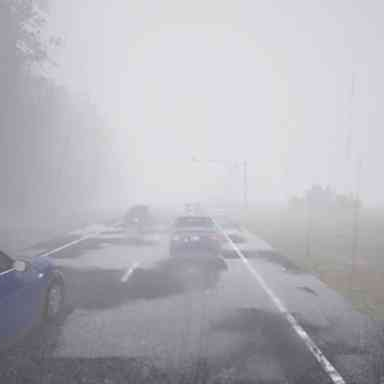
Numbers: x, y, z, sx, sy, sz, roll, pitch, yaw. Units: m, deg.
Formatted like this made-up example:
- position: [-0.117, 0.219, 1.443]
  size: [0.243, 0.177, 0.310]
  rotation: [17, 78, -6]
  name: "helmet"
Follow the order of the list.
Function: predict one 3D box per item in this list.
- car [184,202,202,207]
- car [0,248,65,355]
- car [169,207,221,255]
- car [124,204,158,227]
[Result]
- position: [0.107, 1.555, 28.258]
  size: [2.033, 1.411, 5.357]
  rotation: [0, 0, 0]
  name: "car"
- position: [-3.400, 1.354, 4.336]
  size: [2.097, 1.767, 4.553]
  rotation: [0, 0, 0]
  name: "car"
- position: [0.099, 1.552, 13.256]
  size: [2.033, 1.411, 5.357]
  rotation: [0, 0, 0]
  name: "car"
- position: [-3.403, 1.532, 22.588]
  size: [1.812, 1.442, 4.674]
  rotation: [0, 0, 0]
  name: "car"
